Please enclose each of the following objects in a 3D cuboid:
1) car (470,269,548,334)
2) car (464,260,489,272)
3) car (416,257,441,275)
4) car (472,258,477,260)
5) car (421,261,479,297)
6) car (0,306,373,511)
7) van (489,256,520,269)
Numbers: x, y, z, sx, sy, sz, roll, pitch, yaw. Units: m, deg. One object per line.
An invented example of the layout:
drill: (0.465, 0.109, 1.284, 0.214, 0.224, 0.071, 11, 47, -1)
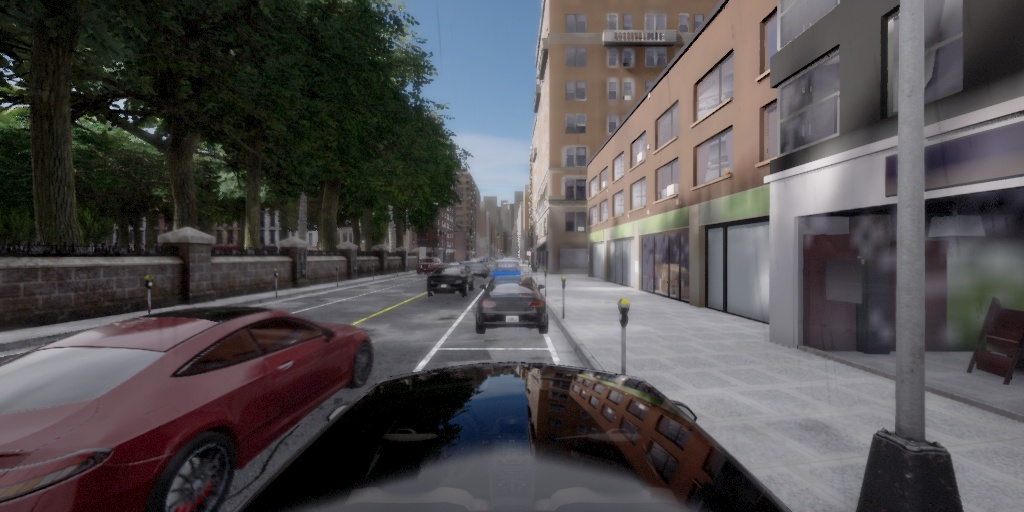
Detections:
car: (0.004, 1.274, 10.500, 1.812, 1.442, 4.674, 0, 0, 0)
car: (-3.131, 1.297, 33.146, 1.994, 1.385, 4.181, 0, 0, 1)
car: (-8.813, 1.040, 38.791, 2.192, 1.841, 5.009, 0, 0, 0)
car: (-6.162, 1.279, 47.309, 1.994, 1.385, 4.181, 0, 0, 1)
car: (-3.120, 1.221, 19.011, 1.882, 1.535, 5.008, 0, 0, 1)
car: (-3.146, 1.275, 3.877, 1.812, 1.442, 4.674, 0, 0, 0)
van: (-0.289, 1.083, 21.849, 1.690, 1.789, 3.998, 0, 0, 0)
